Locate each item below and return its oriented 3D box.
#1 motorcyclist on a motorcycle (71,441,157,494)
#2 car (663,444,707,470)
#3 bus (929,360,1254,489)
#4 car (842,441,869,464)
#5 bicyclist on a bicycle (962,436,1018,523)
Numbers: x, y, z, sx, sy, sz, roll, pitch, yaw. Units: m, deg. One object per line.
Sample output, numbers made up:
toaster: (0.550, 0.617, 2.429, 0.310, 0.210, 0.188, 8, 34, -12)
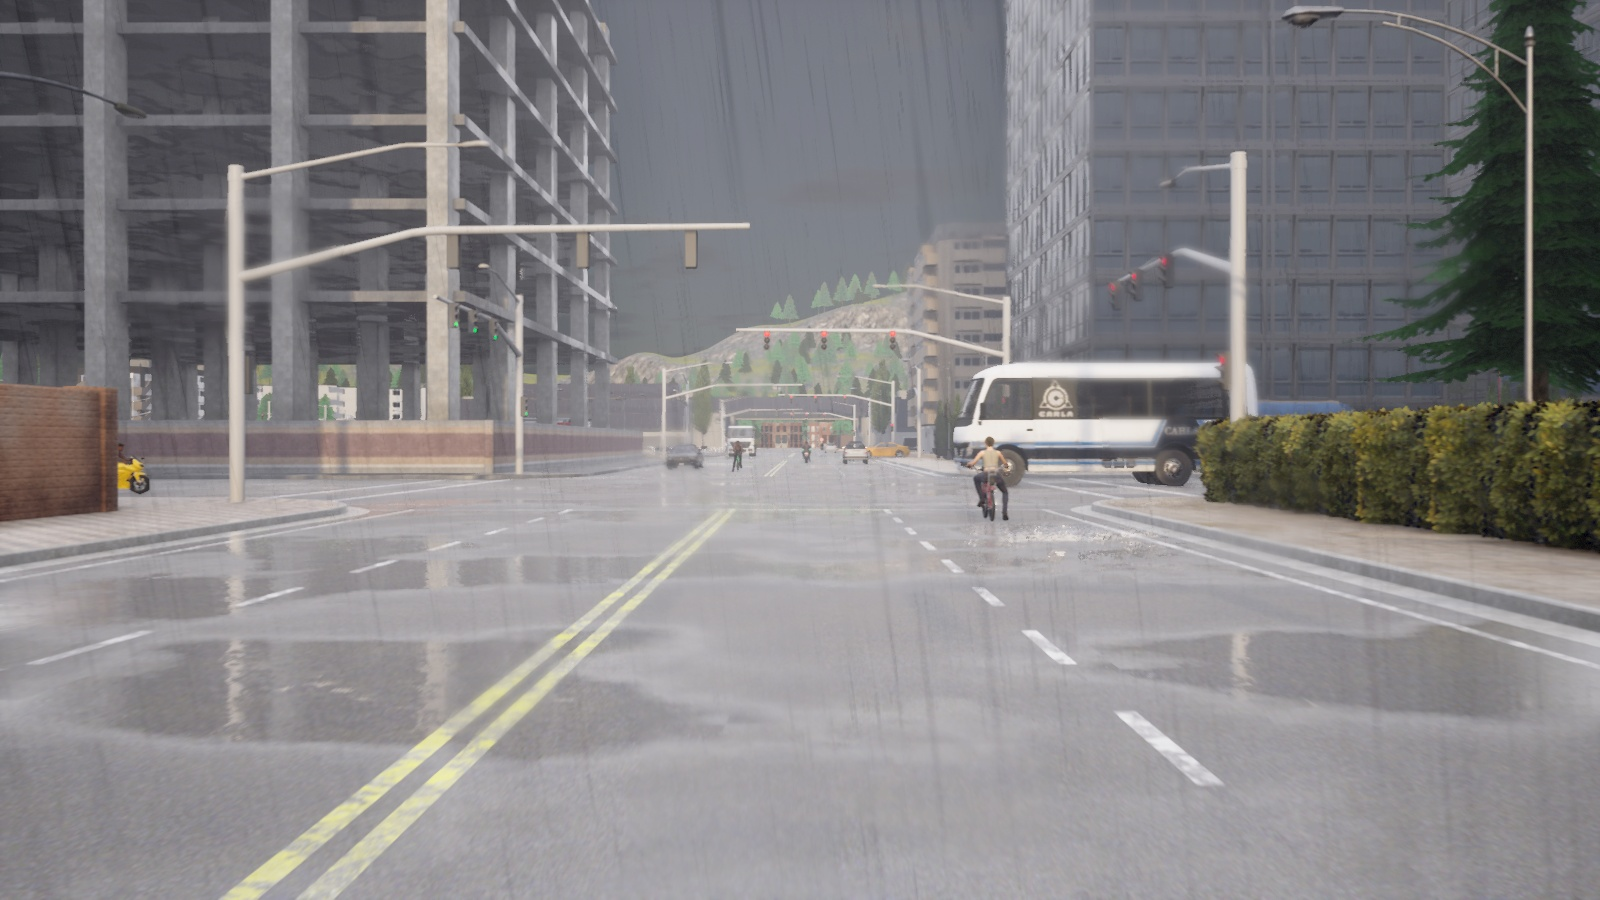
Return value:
motorcyclist on a motorcycle: (-19.833, 0.508, 36.337, 2.044, 1.523, 0.797, 0, 0, 1)
car: (-6.616, 0.379, 72.616, 2.033, 1.411, 5.357, 0, 0, 0)
bus: (9.831, -0.867, 43.453, 10.273, 4.253, 3.944, 0, 1, -1)
car: (3.976, 0.138, 90.528, 1.851, 1.617, 3.988, 0, 0, 0)
bicyclist on a bicycle: (3.632, 0.550, 24.083, 0.866, 1.612, 1.509, 0, 0, 1)
